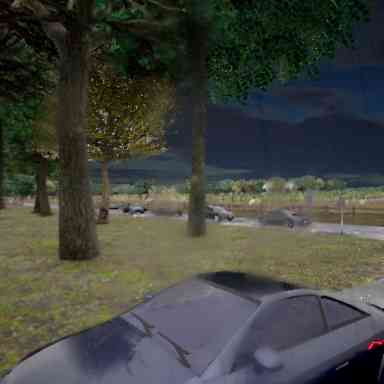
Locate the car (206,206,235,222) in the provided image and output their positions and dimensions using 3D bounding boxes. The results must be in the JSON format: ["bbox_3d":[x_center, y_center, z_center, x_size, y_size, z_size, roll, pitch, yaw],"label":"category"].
[{"bbox_3d":[2.241,2.175,33.479,1.837,1.490,4.892,-1,-1,-35],"label":"car"}]

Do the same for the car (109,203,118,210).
[{"bbox_3d":[-15.877,2.825,64.295,1.994,1.385,4.181,-1,-1,-36],"label":"car"}]

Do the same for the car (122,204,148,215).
[{"bbox_3d":[-8.736,2.572,49.122,1.994,1.385,4.181,-1,-1,-35],"label":"car"}]

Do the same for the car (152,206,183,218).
[{"bbox_3d":[-3.057,2.436,41.006,1.895,1.301,4.718,-1,-1,-35],"label":"car"}]

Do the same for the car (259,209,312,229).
[{"bbox_3d":[7.278,2.073,26.338,1.994,1.385,4.181,-1,-1,-35],"label":"car"}]

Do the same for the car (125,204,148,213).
[{"bbox_3d":[-9.213,2.665,54.848,1.895,1.301,4.718,-1,-1,-35],"label":"car"}]

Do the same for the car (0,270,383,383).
[{"bbox_3d":[0.367,1.579,3.299,4.181,1.385,1.994,1,0,-35],"label":"car"}]
